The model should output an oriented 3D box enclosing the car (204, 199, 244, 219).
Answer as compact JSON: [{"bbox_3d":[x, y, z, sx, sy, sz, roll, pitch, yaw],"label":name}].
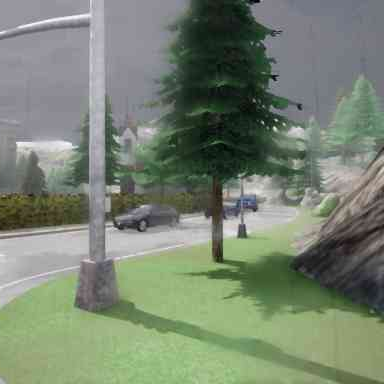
[{"bbox_3d":[2.723,1.601,29.124,1.895,1.301,4.718,0,0,26],"label":"car"}]

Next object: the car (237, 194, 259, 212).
[{"bbox_3d":[6.522,1.221,38.802,2.150,2.045,5.566,0,0,16],"label":"car"}]

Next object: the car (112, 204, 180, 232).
[{"bbox_3d":[-2.655,1.505,20.337,1.837,1.490,4.892,0,0,35],"label":"car"}]
